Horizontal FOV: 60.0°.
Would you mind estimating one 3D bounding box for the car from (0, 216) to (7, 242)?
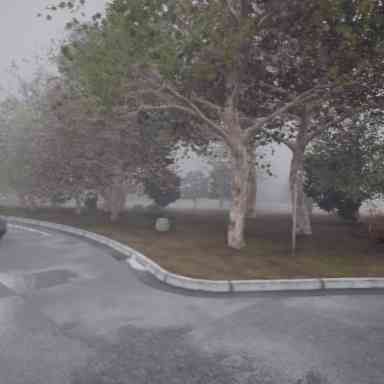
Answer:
[{"bbox_3d":[-8.019,0.999,11.687,1.895,1.301,4.718,0,3,-40],"label":"car"}]
